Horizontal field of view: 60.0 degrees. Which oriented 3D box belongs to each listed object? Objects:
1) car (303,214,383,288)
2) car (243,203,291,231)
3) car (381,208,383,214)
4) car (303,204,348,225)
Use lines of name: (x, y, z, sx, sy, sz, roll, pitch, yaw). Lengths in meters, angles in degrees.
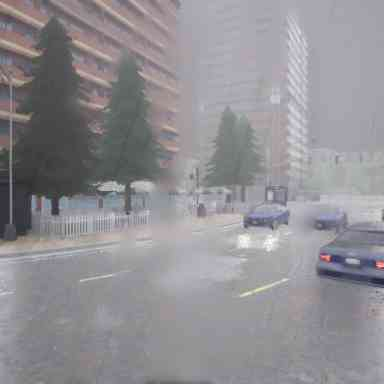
car: (5.142, 1.548, 9.069, 2.033, 1.411, 5.357, 0, 0, 42)
car: (4.882, 1.477, 21.199, 1.882, 1.535, 5.008, 0, 0, 31)
car: (15.399, 1.546, 25.067, 2.033, 1.411, 5.357, 0, 0, 30)
car: (7.918, 1.477, 19.460, 1.882, 1.535, 5.008, 0, 0, 31)
